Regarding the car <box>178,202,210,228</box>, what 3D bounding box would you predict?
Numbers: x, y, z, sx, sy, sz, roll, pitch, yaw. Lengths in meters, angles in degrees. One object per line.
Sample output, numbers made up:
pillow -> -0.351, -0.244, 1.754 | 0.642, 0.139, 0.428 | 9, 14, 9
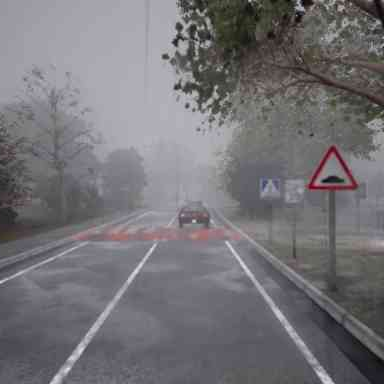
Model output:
car -> 0.120, 1.601, 21.290 | 1.895, 1.301, 4.718 | 0, -6, 0

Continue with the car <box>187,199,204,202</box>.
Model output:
car -> 0.376, 1.529, 39.692 | 2.128, 1.511, 4.902 | 0, 0, 2
